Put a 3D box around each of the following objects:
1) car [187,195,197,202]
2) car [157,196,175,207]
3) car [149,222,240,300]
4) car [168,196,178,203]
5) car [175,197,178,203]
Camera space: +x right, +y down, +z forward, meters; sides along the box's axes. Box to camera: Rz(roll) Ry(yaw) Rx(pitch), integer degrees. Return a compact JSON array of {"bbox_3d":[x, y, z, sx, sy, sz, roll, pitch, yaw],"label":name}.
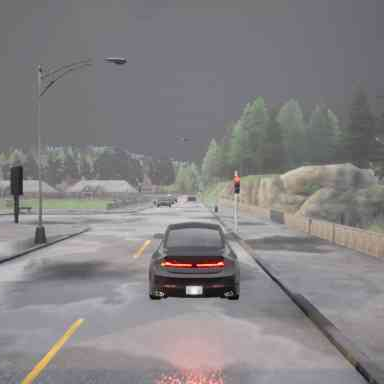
[{"bbox_3d":[-0.020,1.324,70.981,1.882,1.535,5.008,0,0,0],"label":"car"},{"bbox_3d":[-4.109,1.564,49.729,1.994,1.385,4.181,0,0,0],"label":"car"},{"bbox_3d":[0.058,1.505,8.363,1.837,1.490,4.892,0,0,0],"label":"car"},{"bbox_3d":[-4.019,1.595,69.926,1.895,1.301,4.718,0,0,0],"label":"car"},{"bbox_3d":[-4.094,1.505,59.744,1.837,1.490,4.892,0,0,0],"label":"car"}]
